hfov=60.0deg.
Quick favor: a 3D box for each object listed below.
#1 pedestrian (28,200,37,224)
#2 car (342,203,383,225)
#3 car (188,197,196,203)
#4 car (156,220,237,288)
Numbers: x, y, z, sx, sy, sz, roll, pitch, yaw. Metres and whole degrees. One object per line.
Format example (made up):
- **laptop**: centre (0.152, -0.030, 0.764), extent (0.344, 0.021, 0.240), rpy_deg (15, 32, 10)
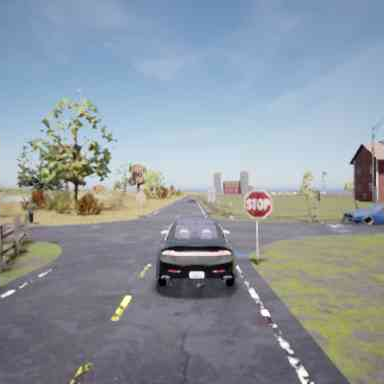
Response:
- **pedestrian**: centre (-12.163, 1.517, 25.285), extent (0.375, 1.860, 0.375), rpy_deg (0, 1, 0)
- **car**: centre (12.963, 1.419, 22.105), extent (5.357, 1.411, 2.033), rpy_deg (-1, 0, 2)
- **car**: centre (-0.014, 1.851, 76.821), extent (2.033, 1.411, 5.357), rpy_deg (0, 0, 0)
- **car**: centre (0.098, 1.529, 9.368), extent (2.128, 1.511, 4.902), rpy_deg (0, 0, 0)
